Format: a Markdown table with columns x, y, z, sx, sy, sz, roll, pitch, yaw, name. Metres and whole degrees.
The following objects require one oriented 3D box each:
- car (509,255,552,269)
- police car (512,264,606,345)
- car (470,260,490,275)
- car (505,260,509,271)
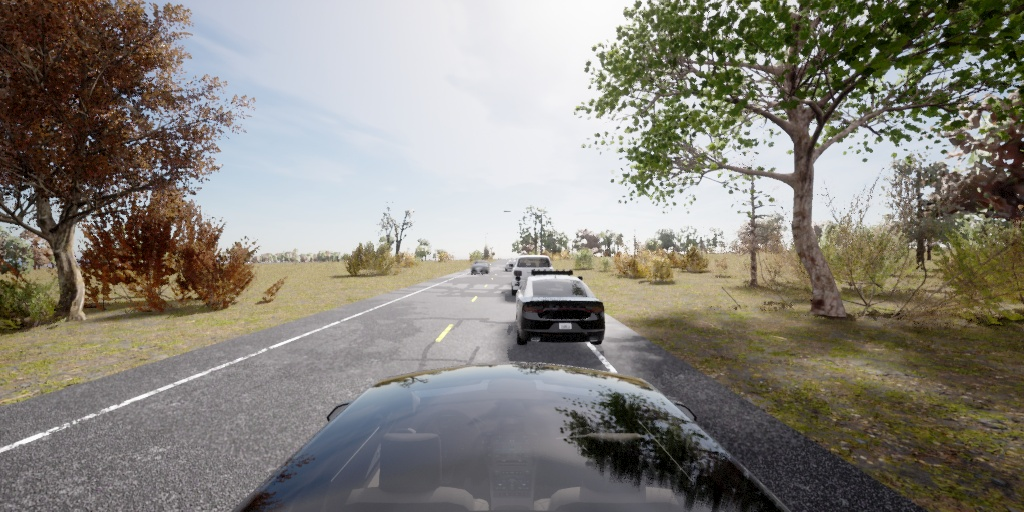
| x | y | z | sx | sy | sz | roll | pitch | yaw | name |
| --- | --- | --- | --- | --- | --- | --- | --- | --- | --- |
| 1.057 | 0.979 | 19.566 | 2.150 | 2.045 | 5.566 | 0 | 0 | 0 | car |
| 1.053 | 1.177 | 9.644 | 1.930 | 1.638 | 5.238 | 0 | 0 | 0 | police car |
| -3.486 | 1.249 | 39.925 | 2.128 | 1.511 | 4.902 | 0 | 0 | 0 | car |
| 0.055 | 1.285 | 48.265 | 1.812 | 1.442 | 4.674 | 0 | 0 | 1 | car |
